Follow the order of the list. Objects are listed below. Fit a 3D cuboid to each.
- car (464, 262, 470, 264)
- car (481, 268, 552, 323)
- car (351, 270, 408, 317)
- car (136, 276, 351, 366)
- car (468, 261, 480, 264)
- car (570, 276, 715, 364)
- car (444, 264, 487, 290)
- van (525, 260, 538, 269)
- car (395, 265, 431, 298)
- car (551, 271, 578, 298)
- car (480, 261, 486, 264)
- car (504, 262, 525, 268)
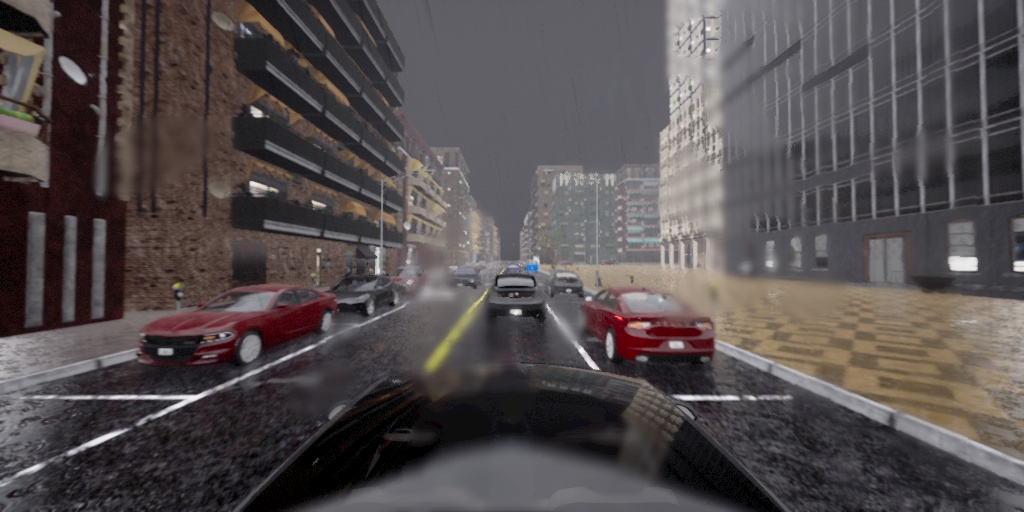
[{"bbox_3d":[-5.671,1.578,35.973,1.802,1.307,4.207,0,0,0],"label":"car"},{"bbox_3d":[0.085,1.331,12.401,1.837,1.490,4.892,0,0,-1],"label":"car"},{"bbox_3d":[-5.683,1.401,13.695,1.948,1.339,4.313,0,0,0],"label":"car"},{"bbox_3d":[-5.686,1.340,8.125,1.888,1.381,4.507,0,0,0],"label":"car"},{"bbox_3d":[-5.670,1.517,47.112,1.967,1.591,4.097,0,0,0],"label":"car"},{"bbox_3d":[2.695,1.341,8.119,1.888,1.381,4.507,0,0,0],"label":"car"},{"bbox_3d":[-3.084,1.461,24.566,2.033,1.411,5.357,0,0,0],"label":"car"},{"bbox_3d":[2.745,1.443,50.494,1.690,1.789,3.998,0,0,0],"label":"van"},{"bbox_3d":[-5.680,1.315,19.264,1.967,1.591,4.097,0,0,0],"label":"car"},{"bbox_3d":[2.701,1.426,19.258,2.007,1.370,4.403,0,0,0],"label":"car"},{"bbox_3d":[-5.738,1.740,58.250,1.802,1.307,4.207,0,0,0],"label":"car"},{"bbox_3d":[0.120,1.539,38.222,1.812,1.442,4.674,0,0,0],"label":"car"}]
